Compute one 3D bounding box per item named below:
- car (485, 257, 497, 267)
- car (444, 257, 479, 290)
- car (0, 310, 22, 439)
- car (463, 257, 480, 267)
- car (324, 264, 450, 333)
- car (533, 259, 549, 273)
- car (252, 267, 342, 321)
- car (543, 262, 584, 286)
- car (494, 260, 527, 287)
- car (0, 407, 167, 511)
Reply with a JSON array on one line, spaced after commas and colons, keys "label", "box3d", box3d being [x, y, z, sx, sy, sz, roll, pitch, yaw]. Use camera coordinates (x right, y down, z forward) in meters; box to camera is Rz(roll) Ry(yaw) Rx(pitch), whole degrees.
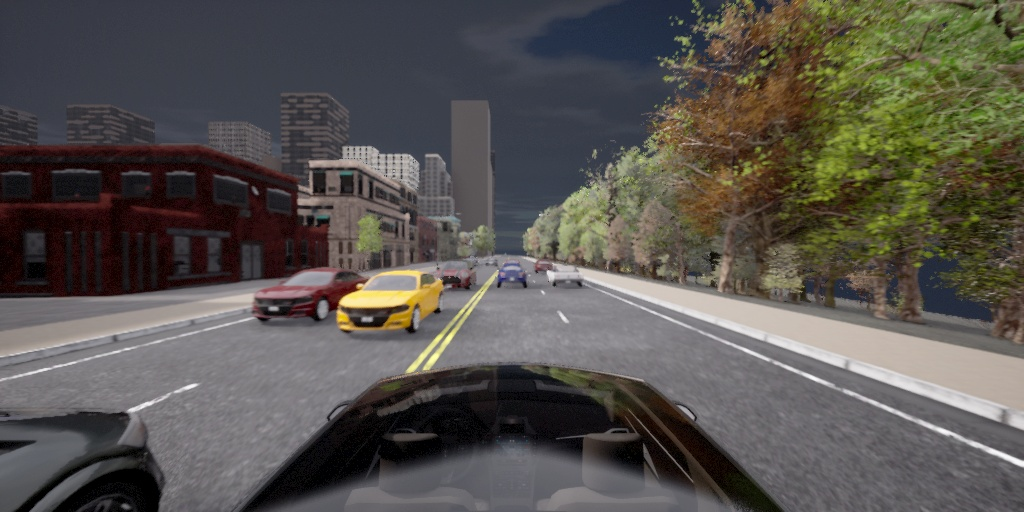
[{"label": "car", "box3d": [-3.282, 0.951, 58.644, 2.128, 1.511, 4.902, 0, 0, 1]}, {"label": "car", "box3d": [-3.297, 1.004, 21.211, 2.097, 1.767, 4.553, 0, 0, 1]}, {"label": "car", "box3d": [-6.594, 1.313, 2.000, 1.994, 1.385, 4.181, 0, 0, 0]}, {"label": "car", "box3d": [-6.532, 0.951, 58.644, 2.128, 1.511, 4.902, 0, 0, 1]}, {"label": "car", "box3d": [-3.337, 1.183, 10.788, 1.882, 1.535, 5.008, 0, 0, 0]}, {"label": "car", "box3d": [3.321, 1.089, 38.624, 1.812, 1.442, 4.674, 0, 1, 0]}, {"label": "car", "box3d": [-6.584, 1.175, 12.409, 1.882, 1.535, 5.008, 0, 0, 0]}, {"label": "car", "box3d": [3.354, 1.242, 23.527, 1.895, 1.301, 4.718, 0, 0, 0]}, {"label": "car", "box3d": [0.011, 1.169, 23.131, 1.812, 1.442, 4.674, 0, 0, 0]}, {"label": "car", "box3d": [-3.340, 1.320, 0.637, 1.994, 1.385, 4.181, 0, 0, 1]}]
